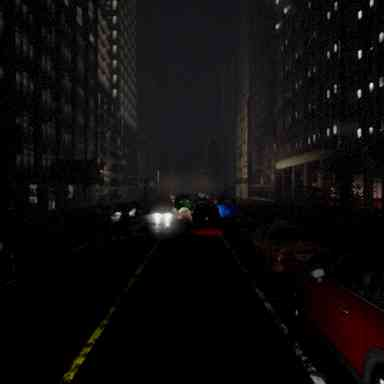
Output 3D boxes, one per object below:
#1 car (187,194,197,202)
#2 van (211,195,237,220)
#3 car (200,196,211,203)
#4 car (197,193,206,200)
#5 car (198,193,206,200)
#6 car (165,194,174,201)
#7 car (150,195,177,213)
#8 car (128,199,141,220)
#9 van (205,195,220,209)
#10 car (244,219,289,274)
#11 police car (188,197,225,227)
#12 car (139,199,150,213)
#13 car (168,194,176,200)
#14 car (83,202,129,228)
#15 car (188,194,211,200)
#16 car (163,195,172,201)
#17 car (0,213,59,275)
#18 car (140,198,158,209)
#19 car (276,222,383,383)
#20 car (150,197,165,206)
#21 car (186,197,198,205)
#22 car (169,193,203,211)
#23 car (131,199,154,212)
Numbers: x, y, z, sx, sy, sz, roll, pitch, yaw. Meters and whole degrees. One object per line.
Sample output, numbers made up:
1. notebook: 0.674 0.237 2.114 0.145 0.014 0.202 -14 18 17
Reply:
1. car: -0.005 1.319 73.541 2.128 1.511 4.902 0 0 0
2. van: 2.679 1.306 27.185 1.690 1.788 3.998 -1 0 0
3. car: 2.678 1.464 66.970 2.008 1.369 4.403 -1 0 0
4. car: 2.674 1.190 95.389 2.192 1.841 5.009 -1 0 0
5. car: 2.674 1.198 89.705 2.192 1.841 5.009 -1 0 0
6. car: -5.705 1.330 84.021 1.967 1.590 4.097 -1 0 0
7. car: -3.097 1.443 37.033 2.128 1.511 4.902 0 0 0
8. car: -5.700 1.531 27.185 1.947 1.339 4.313 -1 0 0
9. van: 2.678 1.284 44.236 1.690 1.788 3.998 -1 0 0
10. car: 2.682 1.512 10.304 1.752 1.417 4.829 -1 0 0
11. police car: 0.898 1.396 22.641 1.930 1.638 5.238 0 0 0
12. car: -5.700 1.502 32.868 1.887 1.381 4.507 -1 0 0
13. car: -5.705 1.400 95.218 1.752 1.417 4.829 -1 0 0
14. car: -5.700 1.523 21.501 2.008 1.369 4.403 -1 0 0
15. car: 0.897 1.309 32.502 2.097 1.767 4.553 0 0 0
16. car: -5.703 1.480 78.337 1.802 1.307 4.206 -1 0 0
17. car: -5.700 1.427 10.134 1.967 1.590 4.097 -1 0 0
18. car: -5.701 1.525 44.236 1.802 1.307 4.206 -1 0 0
19. car: 2.681 1.434 4.451 1.967 1.590 4.097 -1 0 0
20. car: -5.702 1.479 55.603 2.008 1.369 4.403 -1 0 0
21. car: -0.005 1.525 58.571 1.895 1.301 4.718 0 0 0
22. car: -0.145 1.170 38.915 2.150 2.045 5.566 -1 0 24
23. car: -5.701 1.501 38.552 2.008 1.369 4.403 -1 0 0
